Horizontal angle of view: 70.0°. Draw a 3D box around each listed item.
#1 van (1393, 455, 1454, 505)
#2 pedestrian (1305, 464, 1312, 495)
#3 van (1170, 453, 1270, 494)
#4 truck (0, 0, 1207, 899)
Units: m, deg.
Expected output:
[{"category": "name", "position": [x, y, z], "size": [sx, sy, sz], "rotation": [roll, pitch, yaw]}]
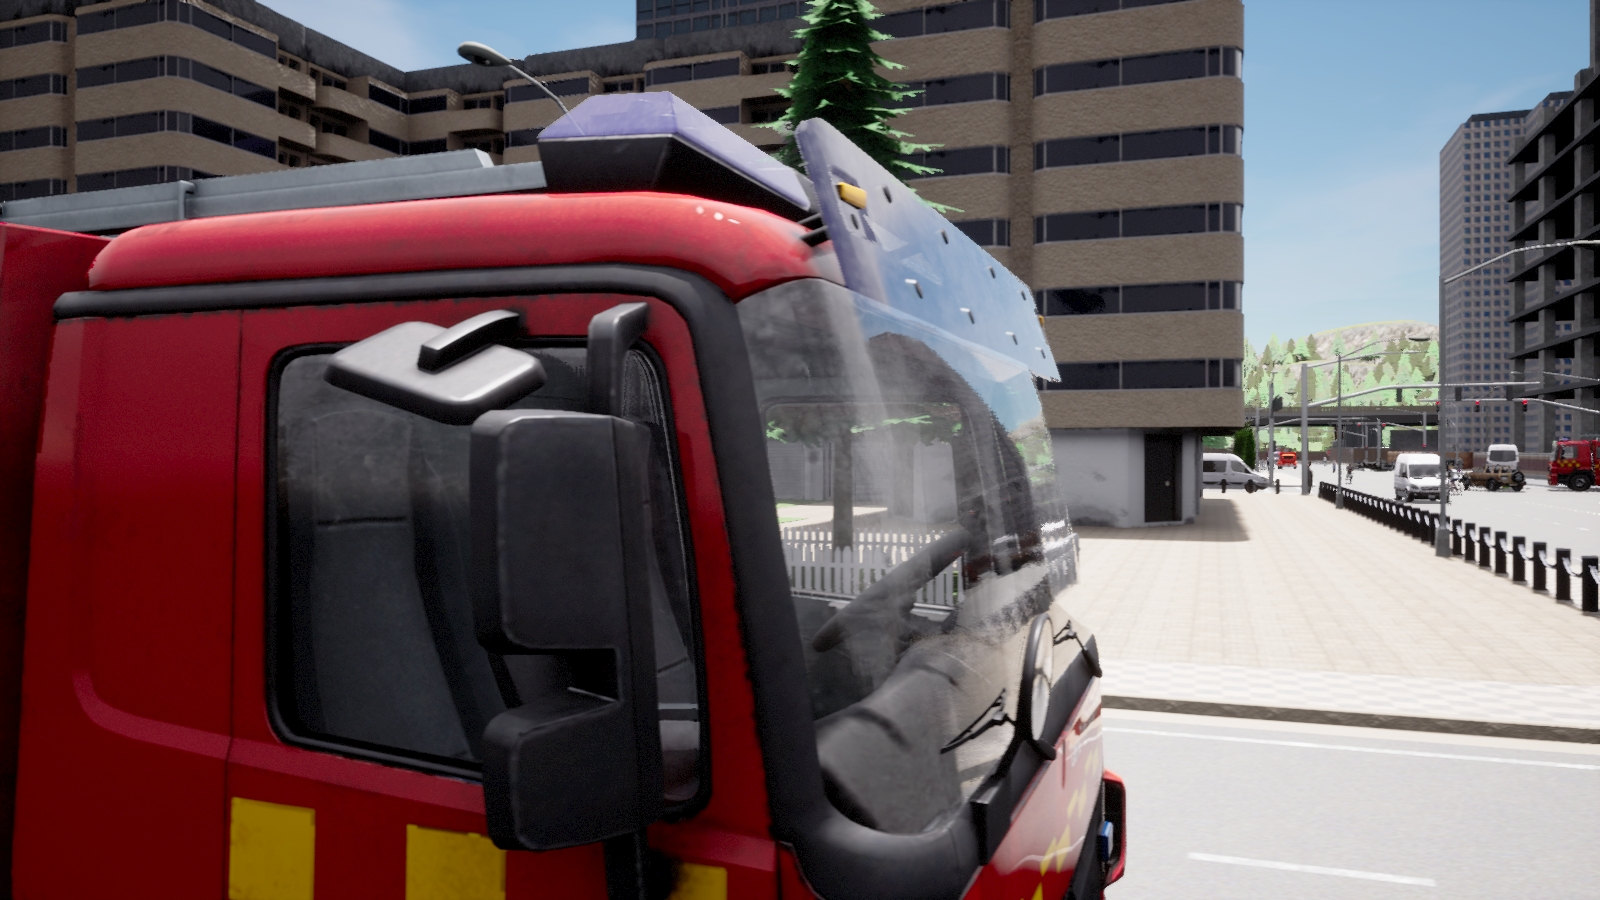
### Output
[{"category": "van", "position": [33.330, 1.534, 61.260], "size": [1.988, 2.561, 5.915], "rotation": [0, 0, 20]}, {"category": "pedestrian", "position": [30.812, 1.797, 69.204], "size": [0.375, 1.860, 0.375], "rotation": [0, 0, 23]}, {"category": "van", "position": [26.957, 1.479, 73.469], "size": [5.915, 2.561, 1.988], "rotation": [0, 0, 19]}, {"category": "truck", "position": [-2.847, 0.893, 4.701], "size": [8.468, 3.827, 2.891], "rotation": [0, 0, 21]}]
